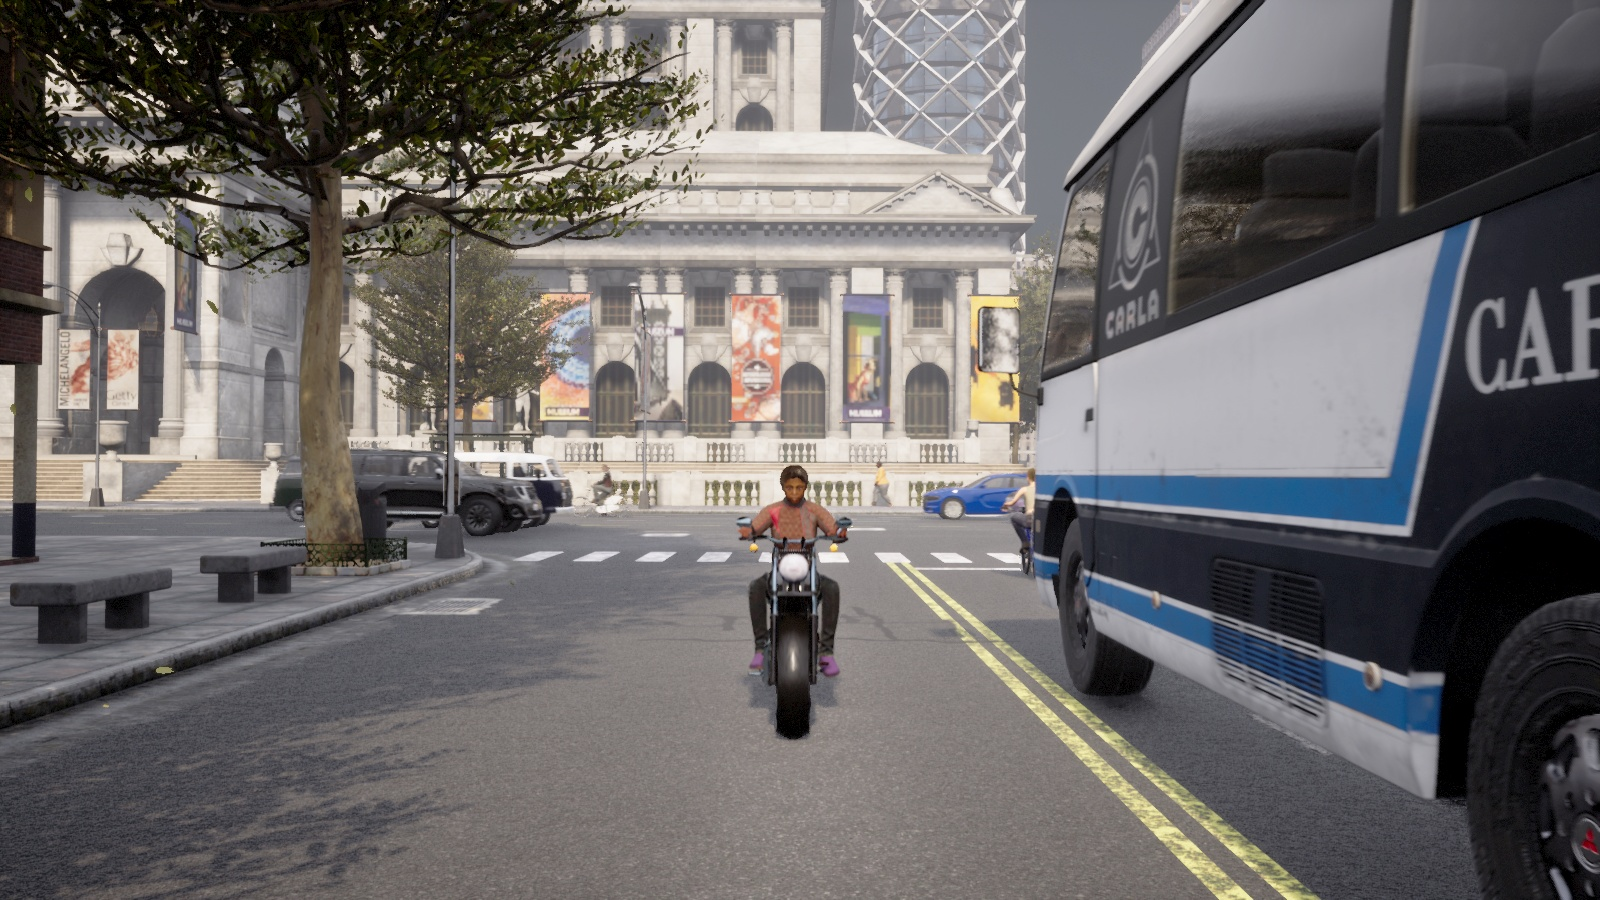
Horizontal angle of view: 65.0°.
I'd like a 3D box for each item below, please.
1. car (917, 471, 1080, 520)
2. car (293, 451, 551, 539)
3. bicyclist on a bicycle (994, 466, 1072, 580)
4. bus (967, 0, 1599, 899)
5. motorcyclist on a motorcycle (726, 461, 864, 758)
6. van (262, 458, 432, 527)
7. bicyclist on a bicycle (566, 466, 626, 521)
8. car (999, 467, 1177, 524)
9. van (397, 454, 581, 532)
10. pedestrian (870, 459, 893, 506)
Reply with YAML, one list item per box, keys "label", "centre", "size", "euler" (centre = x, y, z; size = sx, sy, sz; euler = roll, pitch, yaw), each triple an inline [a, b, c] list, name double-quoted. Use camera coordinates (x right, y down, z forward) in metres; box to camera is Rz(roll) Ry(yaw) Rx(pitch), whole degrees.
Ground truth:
- label: "car"
  centre: [6.425, 1.454, 40.955]
  size: [5.008, 1.535, 1.882]
  euler: [0, -1, 0]
- label: "car"
  centre: [-9.033, 1.078, 30.303]
  size: [5.566, 2.045, 2.150]
  euler: [0, -1, 4]
- label: "bicyclist on a bicycle"
  centre: [3.436, 1.050, 18.642]
  size: [0.866, 1.612, 1.509]
  euler: [0, -1, 0]
- label: "bus"
  centre: [3.468, -0.477, 5.892]
  size: [3.944, 4.253, 10.273]
  euler: [0, -1, 0]
- label: "motorcyclist on a motorcycle"
  centre: [-0.032, 0.902, 8.163]
  size: [0.766, 1.649, 2.350]
  euler: [0, -1, 0]
- label: "van"
  centre: [-13.459, 1.251, 37.498]
  size: [4.442, 1.987, 1.775]
  euler: [0, -1, 0]
- label: "bicyclist on a bicycle"
  centre: [-6.642, 1.400, 40.985]
  size: [1.843, 1.776, 0.659]
  euler: [0, -1, 0]
- label: "car"
  centre: [8.518, 1.339, 37.452]
  size: [4.856, 1.649, 2.033]
  euler: [0, -1, 0]
- label: "van"
  centre: [-8.339, 1.142, 33.989]
  size: [4.480, 2.038, 2.069]
  euler: [0, -1, 0]
- label: "pedestrian"
  centre: [3.248, 1.294, 49.805]
  size: [0.900, 1.855, 0.874]
  euler: [0, -1, 5]
